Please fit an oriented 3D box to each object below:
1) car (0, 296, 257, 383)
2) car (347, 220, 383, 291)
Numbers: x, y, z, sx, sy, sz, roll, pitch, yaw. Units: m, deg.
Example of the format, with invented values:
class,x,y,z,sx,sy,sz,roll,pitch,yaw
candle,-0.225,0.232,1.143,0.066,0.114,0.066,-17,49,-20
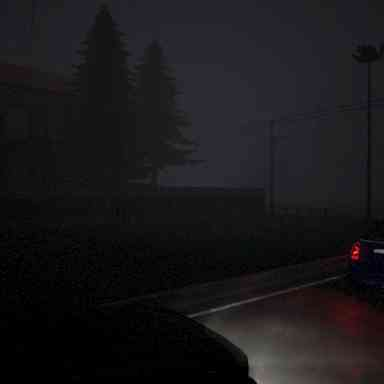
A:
class,x,y,z,sx,sy,sz,roll,pitch,yaw
car,-1.992,1.547,2.305,5.357,1.411,2.033,0,0,-36
car,5.706,1.352,7.825,4.553,1.767,2.097,0,0,-35
